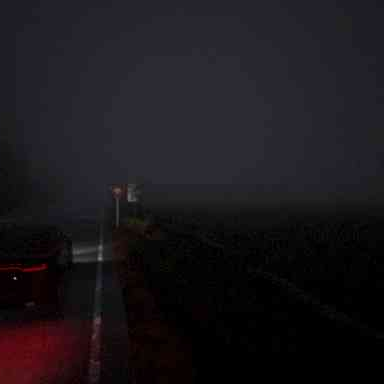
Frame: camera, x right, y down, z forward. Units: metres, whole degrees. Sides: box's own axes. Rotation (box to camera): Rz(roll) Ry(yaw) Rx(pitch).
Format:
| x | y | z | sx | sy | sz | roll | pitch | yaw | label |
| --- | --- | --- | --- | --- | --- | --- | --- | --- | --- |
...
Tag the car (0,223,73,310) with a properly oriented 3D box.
| x | y | z | sx | sy | sz | roll | pitch | yaw | label |
| --- | --- | --- | --- | --- | --- | --- | --- | --- | --- |
| -3.946 | 1.462 | 7.804 | 1.882 | 1.535 | 5.008 | 0 | 0 | -15 | car |
